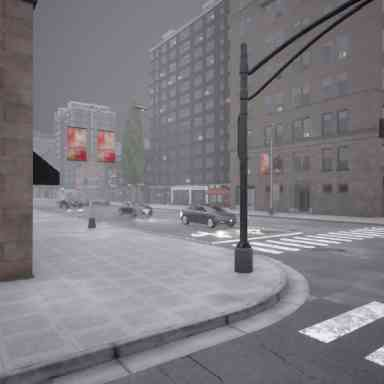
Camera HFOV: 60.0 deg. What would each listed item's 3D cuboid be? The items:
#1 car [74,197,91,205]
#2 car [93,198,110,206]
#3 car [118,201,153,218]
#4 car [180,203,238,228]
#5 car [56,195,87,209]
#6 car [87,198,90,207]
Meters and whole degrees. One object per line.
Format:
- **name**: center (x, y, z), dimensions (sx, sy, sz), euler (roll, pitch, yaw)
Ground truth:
- **car**: center (-21.871, 1.760, 66.122), dimensions (1.837, 1.490, 4.892), euler (0, 0, -36)
- **car**: center (-15.932, 1.713, 57.846), dimensions (2.128, 1.511, 4.902), euler (0, 0, -36)
- **car**: center (-5.471, 1.599, 31.795), dimensions (2.128, 1.511, 4.902), euler (0, 0, -36)
- **car**: center (1.036, 1.569, 22.735), dimensions (1.837, 1.490, 4.892), euler (0, 0, -35)
- **car**: center (-17.935, 1.415, 49.304), dimensions (2.150, 2.045, 5.566), euler (0, -1, -35)
- **car**: center (-19.046, 1.782, 56.618), dimensions (1.994, 1.385, 4.181), euler (0, 0, -36)
